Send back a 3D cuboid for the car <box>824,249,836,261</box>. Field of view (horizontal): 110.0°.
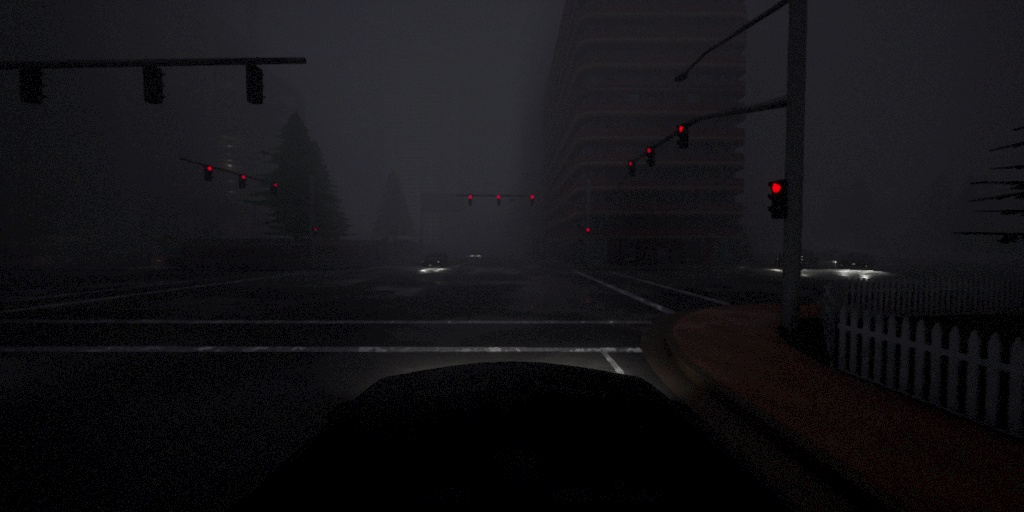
[{"bbox_3d":[41.063,-0.149,46.075,2.033,1.411,5.357,1,2,20],"label":"car"}]

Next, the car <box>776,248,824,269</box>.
[{"bbox_3d":[24.625,0.130,30.886,4.553,1.767,2.097,-1,2,-36],"label":"car"}]

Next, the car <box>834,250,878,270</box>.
[{"bbox_3d":[28.205,0.393,29.214,4.181,1.385,1.994,-1,2,-39],"label":"car"}]

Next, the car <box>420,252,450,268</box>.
[{"bbox_3d":[-7.002,0.331,33.347,2.033,1.411,5.357,0,2,0],"label":"car"}]
